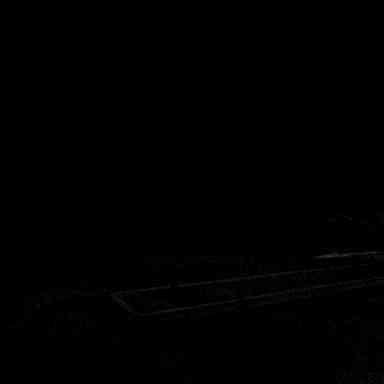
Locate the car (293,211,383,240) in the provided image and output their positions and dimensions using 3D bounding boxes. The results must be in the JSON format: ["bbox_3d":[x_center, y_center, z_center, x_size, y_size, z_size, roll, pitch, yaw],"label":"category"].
[{"bbox_3d":[8.839,1.997,20.744,4.892,1.521,2.231,1,-2,40],"label":"car"}]
